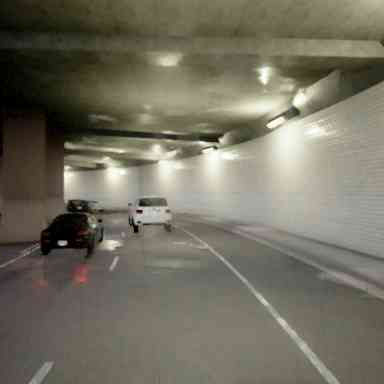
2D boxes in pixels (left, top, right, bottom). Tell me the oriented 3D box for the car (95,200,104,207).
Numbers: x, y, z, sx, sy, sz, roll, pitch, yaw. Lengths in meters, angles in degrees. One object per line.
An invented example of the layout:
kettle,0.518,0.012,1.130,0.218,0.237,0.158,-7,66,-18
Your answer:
car,-11.532,1.588,37.599,1.812,1.442,4.674,0,0,-39

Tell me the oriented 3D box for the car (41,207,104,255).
car,-4.712,1.551,13.486,1.812,1.442,4.674,0,0,-9

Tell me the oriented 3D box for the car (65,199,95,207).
car,-10.738,1.410,30.486,2.097,1.767,4.553,0,0,-30

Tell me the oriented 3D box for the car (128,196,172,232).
car,-2.701,1.236,20.626,2.150,2.045,5.566,0,0,-14
